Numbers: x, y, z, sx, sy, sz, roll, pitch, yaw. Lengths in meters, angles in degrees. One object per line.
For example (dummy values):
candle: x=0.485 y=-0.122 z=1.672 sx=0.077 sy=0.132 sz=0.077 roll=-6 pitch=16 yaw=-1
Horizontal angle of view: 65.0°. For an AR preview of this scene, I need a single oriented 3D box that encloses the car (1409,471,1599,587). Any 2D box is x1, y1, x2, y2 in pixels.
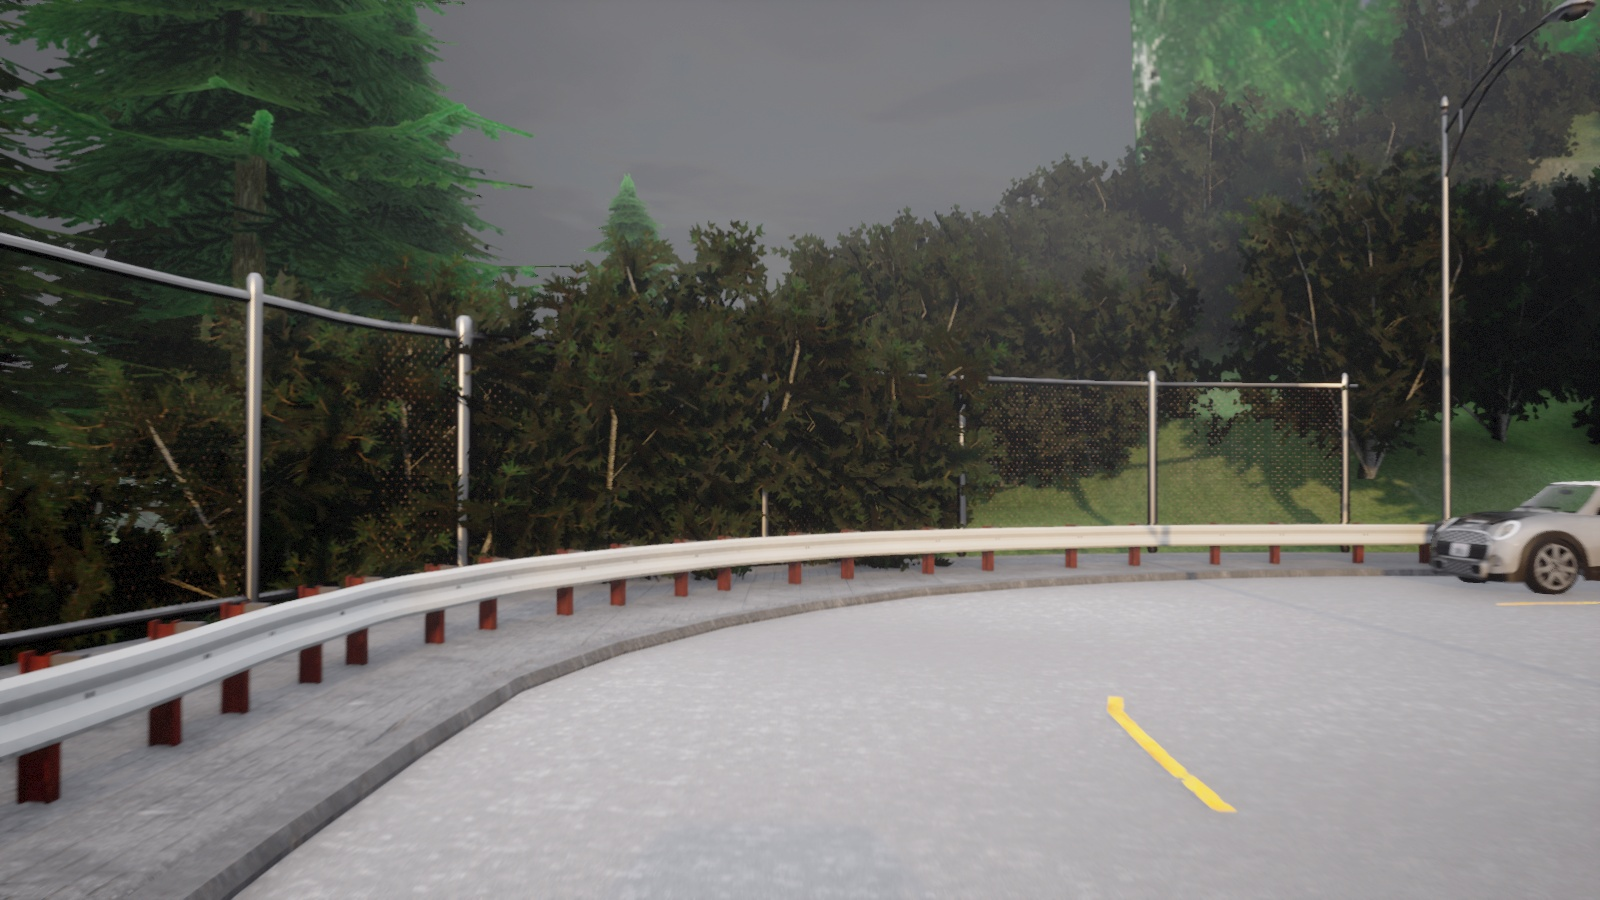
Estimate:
car: x=10.733 y=1.026 z=17.207 sx=3.806 sy=1.475 sz=1.970 roll=0 pitch=-1 yaw=-3
